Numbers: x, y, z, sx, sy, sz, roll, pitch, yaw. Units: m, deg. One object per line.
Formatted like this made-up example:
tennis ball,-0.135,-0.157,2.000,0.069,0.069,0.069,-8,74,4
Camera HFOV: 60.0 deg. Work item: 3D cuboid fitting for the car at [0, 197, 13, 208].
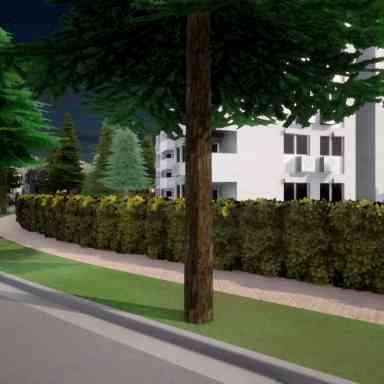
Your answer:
car,-27.274,1.504,46.676,1.837,1.490,4.892,0,0,7
